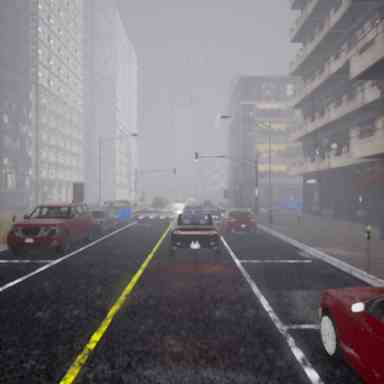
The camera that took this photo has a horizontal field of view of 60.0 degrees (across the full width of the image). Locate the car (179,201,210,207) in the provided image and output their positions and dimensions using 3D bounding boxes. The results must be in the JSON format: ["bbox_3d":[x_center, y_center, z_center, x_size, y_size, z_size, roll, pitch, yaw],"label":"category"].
[{"bbox_3d":[0.097,1.713,27.264,2.033,1.411,5.357,0,0,0],"label":"car"}]

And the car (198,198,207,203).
[{"bbox_3d":[2.678,2.133,85.224,1.947,1.339,4.313,0,0,0],"label":"car"}]

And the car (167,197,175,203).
[{"bbox_3d":[-5.703,2.133,90.581,1.752,1.417,4.829,0,0,0],"label":"car"}]

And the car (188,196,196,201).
[{"bbox_3d":[-0.007,2.172,87.499,1.895,1.301,4.718,0,0,0],"label":"car"}]

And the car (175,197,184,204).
[{"bbox_3d":[-3.007,2.058,80.622,2.128,1.511,4.902,0,0,0],"label":"car"}]

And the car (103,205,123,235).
[{"bbox_3d":[-5.697,1.684,19.674,1.947,1.339,4.313,0,0,0],"label":"car"}]

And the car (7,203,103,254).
[{"bbox_3d":[-5.698,1.399,14.153,2.192,1.841,5.009,0,0,0],"label":"car"}]

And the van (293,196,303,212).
[{"bbox_3d":[13.726,1.378,36.766,3.998,1.788,1.690,-1,1,0],"label":"van"}]

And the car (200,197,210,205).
[{"bbox_3d":[2.679,1.885,68.642,1.967,1.590,4.097,0,0,0],"label":"car"}]

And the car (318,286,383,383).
[{"bbox_3d":[2.685,1.564,3.106,1.887,1.381,4.507,0,0,0],"label":"car"}]

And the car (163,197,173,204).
[{"bbox_3d":[-5.702,1.966,79.698,1.967,1.590,4.097,0,0,0],"label":"car"}]

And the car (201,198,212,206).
[{"bbox_3d":[2.680,1.951,63.114,1.887,1.381,4.507,0,0,0],"label":"car"}]

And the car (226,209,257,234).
[{"bbox_3d":[2.683,1.662,19.674,1.887,1.381,4.507,0,0,0],"label":"car"}]

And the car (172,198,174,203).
[{"bbox_3d":[-5.701,2.051,74.169,1.947,1.339,4.313,0,0,0],"label":"car"}]

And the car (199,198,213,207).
[{"bbox_3d":[2.680,1.913,57.587,1.887,1.381,4.507,0,0,0],"label":"car"}]

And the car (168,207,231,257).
[{"bbox_3d":[0.098,1.568,13.243,2.128,1.511,4.902,0,-1,0],"label":"car"}]

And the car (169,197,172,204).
[{"bbox_3d":[-5.701,1.990,68.641,1.887,1.381,4.507,0,0,0],"label":"car"}]

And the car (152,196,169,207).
[{"bbox_3d":[-5.701,1.683,57.588,2.192,1.841,5.009,0,0,0],"label":"car"}]

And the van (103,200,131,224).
[{"bbox_3d":[-5.698,1.493,25.198,1.690,1.788,3.998,0,0,0],"label":"van"}]

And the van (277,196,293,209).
[{"bbox_3d":[13.704,1.392,45.146,3.998,1.788,1.690,-1,1,0],"label":"van"}]
